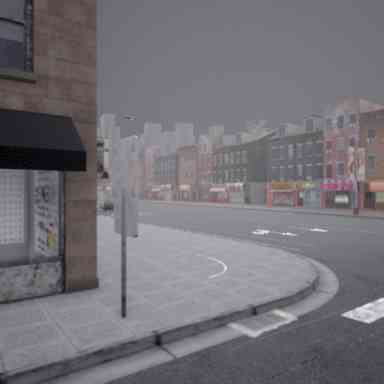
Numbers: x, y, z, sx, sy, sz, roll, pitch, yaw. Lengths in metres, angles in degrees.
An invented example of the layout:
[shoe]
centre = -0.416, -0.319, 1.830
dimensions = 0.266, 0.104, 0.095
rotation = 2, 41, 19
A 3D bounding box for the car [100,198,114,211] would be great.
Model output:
[car]
centre = -7.517, 1.292, 33.402
dimensions = 2.033, 1.411, 5.357
rotation = 0, 0, -36
